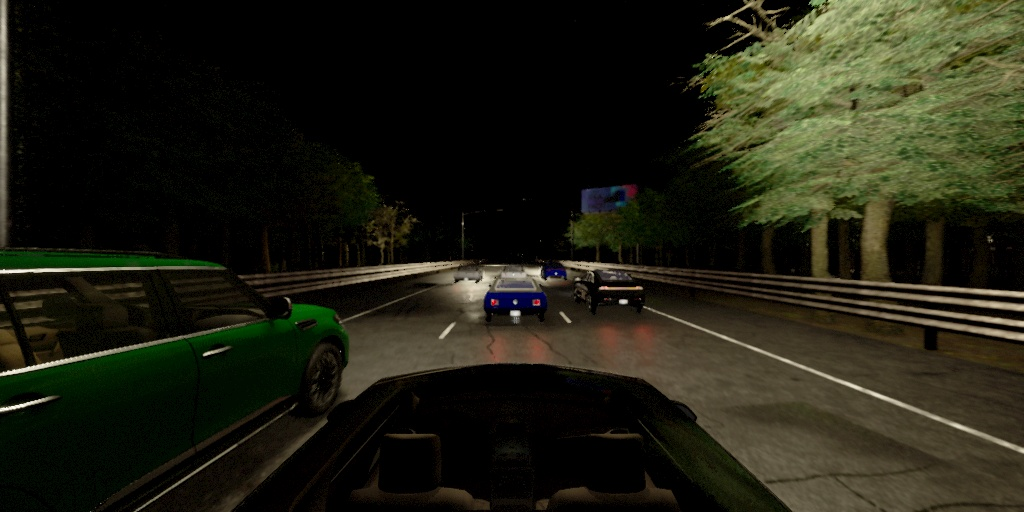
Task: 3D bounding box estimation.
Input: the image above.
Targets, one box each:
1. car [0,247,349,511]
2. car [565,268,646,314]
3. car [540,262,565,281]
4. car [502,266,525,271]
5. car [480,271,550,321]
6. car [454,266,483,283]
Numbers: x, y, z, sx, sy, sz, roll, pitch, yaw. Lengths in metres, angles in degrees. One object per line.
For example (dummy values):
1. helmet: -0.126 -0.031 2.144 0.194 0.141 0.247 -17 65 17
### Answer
1. car: -3.404 0.972 2.774 2.150 2.045 5.566 0 0 0
2. car: 3.607 1.272 14.015 2.128 1.511 4.902 0 0 0
3. car: 3.619 1.312 31.827 1.882 1.535 5.008 0 0 0
4. car: 0.119 1.426 28.683 1.895 1.301 4.718 0 0 0
5. car: 0.105 1.377 12.574 1.895 1.301 4.718 0 0 0
6. car: -3.383 1.426 28.716 1.895 1.301 4.718 0 0 0
